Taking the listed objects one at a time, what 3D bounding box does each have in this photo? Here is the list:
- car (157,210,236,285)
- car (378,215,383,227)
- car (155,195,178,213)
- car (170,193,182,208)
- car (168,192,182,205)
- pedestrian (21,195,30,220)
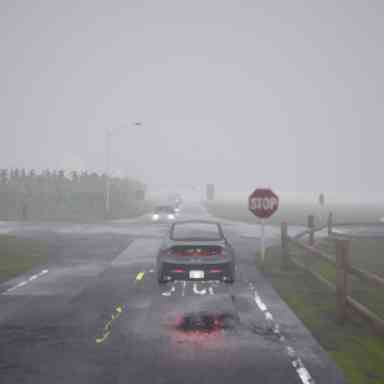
[{"bbox_3d":[0.099,1.486,9.424,1.837,1.490,4.892,0,0,0],"label":"car"},{"bbox_3d":[14.633,1.750,21.311,4.902,1.511,2.128,1,0,0],"label":"car"},{"bbox_3d":[-2.853,1.410,35.731,1.882,1.535,5.008,0,0,0],"label":"car"},{"bbox_3d":[-2.847,1.265,46.016,2.097,1.767,4.553,0,0,0],"label":"car"},{"bbox_3d":[-2.835,1.114,56.681,2.150,2.045,5.566,0,0,1],"label":"car"},{"bbox_3d":[-12.173,1.090,24.244,0.375,1.860,0.375,0,-1,0],"label":"pedestrian"}]
